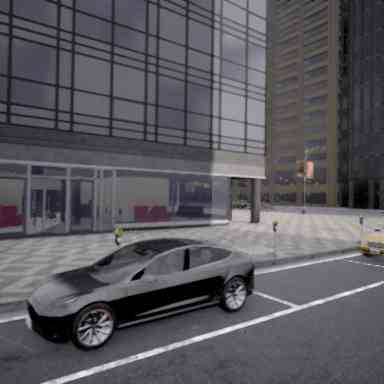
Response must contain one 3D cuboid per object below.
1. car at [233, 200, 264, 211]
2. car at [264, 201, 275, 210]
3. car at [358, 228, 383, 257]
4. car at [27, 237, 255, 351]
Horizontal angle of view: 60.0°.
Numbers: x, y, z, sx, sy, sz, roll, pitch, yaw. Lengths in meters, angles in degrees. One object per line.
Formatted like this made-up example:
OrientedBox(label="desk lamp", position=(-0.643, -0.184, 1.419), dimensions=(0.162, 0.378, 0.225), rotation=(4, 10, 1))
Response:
OrientedBox(label="car", position=(8.291, 2.048, 51.409), dimensions=(1.837, 1.490, 4.892), rotation=(1, -1, -35))
OrientedBox(label="car", position=(11.119, 2.133, 53.053), dimensions=(1.812, 1.442, 4.674), rotation=(1, -1, -35))
OrientedBox(label="car", position=(8.077, 1.685, 12.509), dimensions=(4.829, 1.417, 1.752), rotation=(1, 0, -35))
OrientedBox(label="car", position=(-0.676, 1.599, 6.273), dimensions=(4.313, 1.339, 1.947), rotation=(1, 0, -35))
